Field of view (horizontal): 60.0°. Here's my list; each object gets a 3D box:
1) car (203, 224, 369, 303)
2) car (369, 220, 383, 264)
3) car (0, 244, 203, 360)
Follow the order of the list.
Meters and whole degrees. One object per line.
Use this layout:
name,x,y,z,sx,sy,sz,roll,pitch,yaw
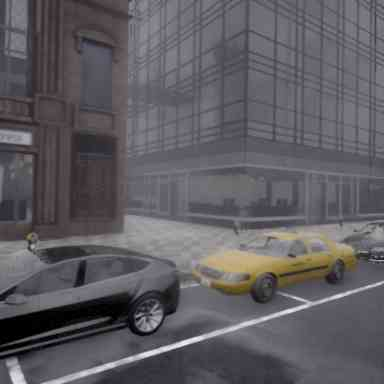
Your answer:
car,2.263,1.601,8.366,4.829,1.417,1.752,1,0,-35
car,6.981,1.694,11.729,4.403,1.369,2.008,1,0,-35
car,-2.180,1.579,5.200,4.313,1.339,1.947,1,0,-35
